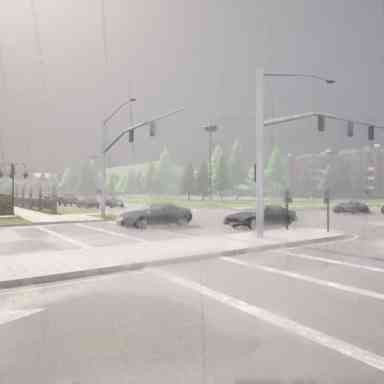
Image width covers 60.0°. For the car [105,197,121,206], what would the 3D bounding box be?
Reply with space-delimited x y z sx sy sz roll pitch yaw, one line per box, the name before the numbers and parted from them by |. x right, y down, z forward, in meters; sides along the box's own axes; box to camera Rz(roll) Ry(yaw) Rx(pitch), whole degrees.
car | -11.387 1.491 47.620 2.128 1.511 4.902 0 0 -36

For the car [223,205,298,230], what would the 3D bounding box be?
car | 4.498 1.547 21.304 5.357 1.411 2.033 0 0 -35

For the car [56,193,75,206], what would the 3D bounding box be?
car | -19.903 1.221 53.400 2.150 2.045 5.566 0 0 -36

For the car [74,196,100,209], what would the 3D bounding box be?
car | -14.192 1.601 45.524 1.895 1.301 4.718 0 0 -36

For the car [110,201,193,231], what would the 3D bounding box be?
car | -2.221 1.491 20.818 4.902 1.511 2.128 0 0 -35

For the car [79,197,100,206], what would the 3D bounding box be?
car | -17.146 1.564 55.563 1.994 1.385 4.181 0 0 -36

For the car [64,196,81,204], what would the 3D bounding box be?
car | -22.954 1.564 63.658 1.994 1.385 4.181 0 0 -36

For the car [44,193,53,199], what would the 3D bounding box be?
car | -26.038 1.221 61.947 2.150 2.045 5.566 0 0 -35

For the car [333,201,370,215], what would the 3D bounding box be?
car | 16.299 1.564 33.991 4.181 1.385 1.994 0 0 -35

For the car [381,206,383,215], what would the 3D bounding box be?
car | 20.403 1.504 32.616 4.892 1.490 1.837 0 0 -35
